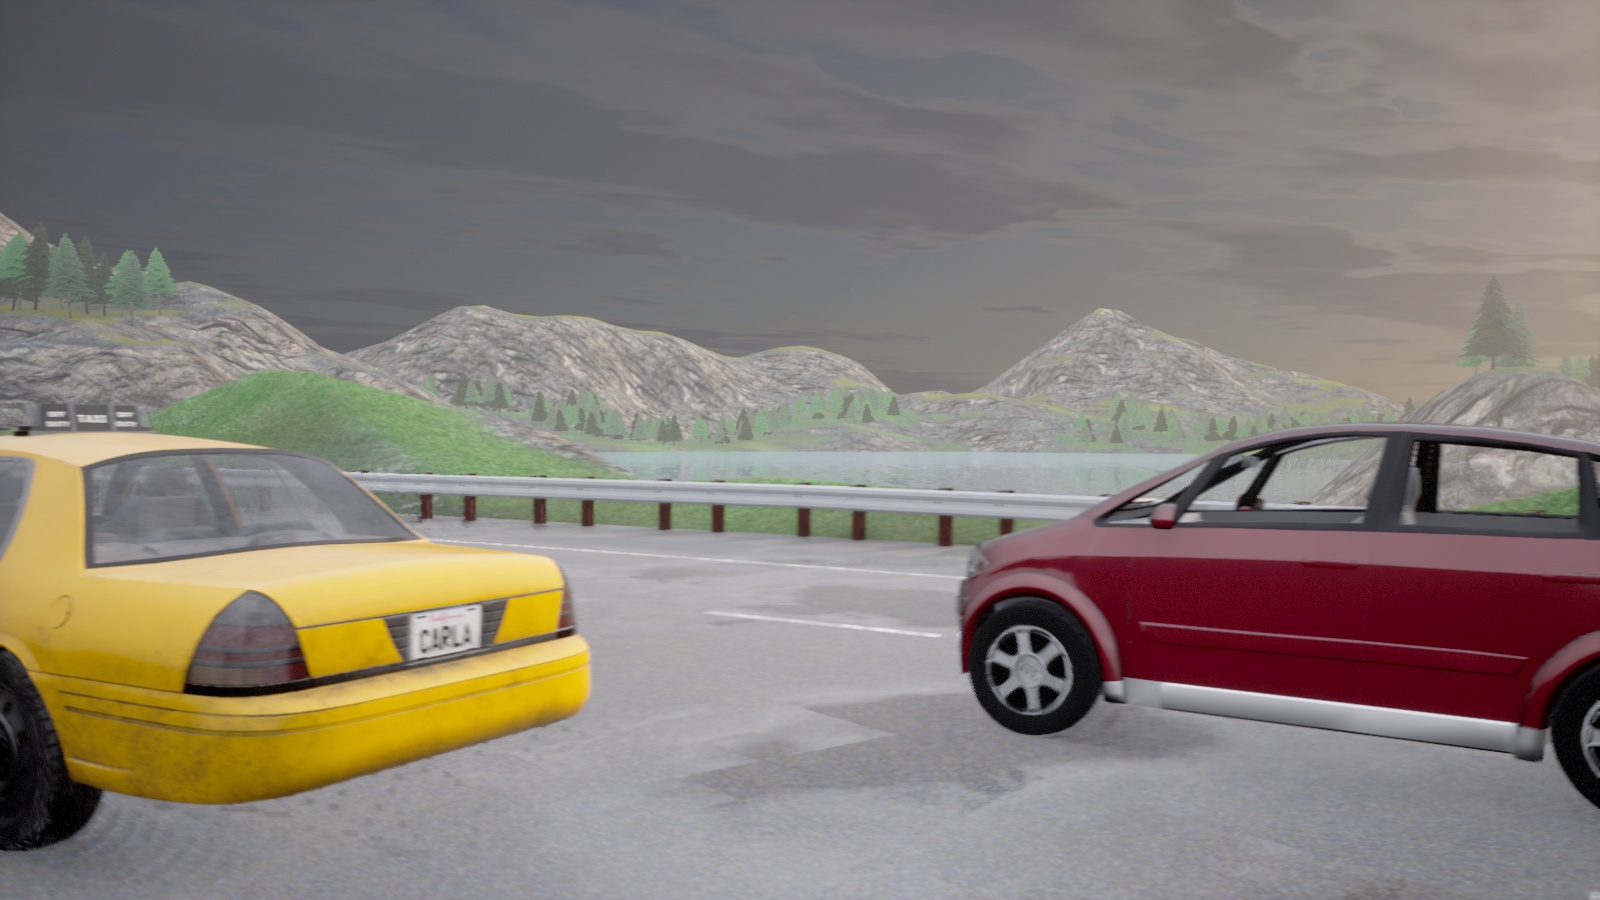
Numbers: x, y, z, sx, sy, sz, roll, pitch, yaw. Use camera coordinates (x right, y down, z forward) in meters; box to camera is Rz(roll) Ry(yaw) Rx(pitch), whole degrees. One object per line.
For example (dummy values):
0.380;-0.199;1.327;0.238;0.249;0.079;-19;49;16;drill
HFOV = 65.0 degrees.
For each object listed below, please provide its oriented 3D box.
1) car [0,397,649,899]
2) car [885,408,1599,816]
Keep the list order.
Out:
-3.378;0.622;5.728;5.366;1.575;1.801;0;1;32;car
2.480;0.603;6.182;3.705;1.549;1.789;0;1;33;car
